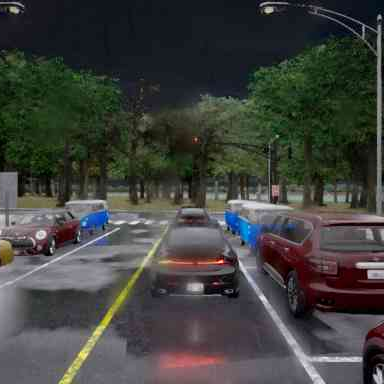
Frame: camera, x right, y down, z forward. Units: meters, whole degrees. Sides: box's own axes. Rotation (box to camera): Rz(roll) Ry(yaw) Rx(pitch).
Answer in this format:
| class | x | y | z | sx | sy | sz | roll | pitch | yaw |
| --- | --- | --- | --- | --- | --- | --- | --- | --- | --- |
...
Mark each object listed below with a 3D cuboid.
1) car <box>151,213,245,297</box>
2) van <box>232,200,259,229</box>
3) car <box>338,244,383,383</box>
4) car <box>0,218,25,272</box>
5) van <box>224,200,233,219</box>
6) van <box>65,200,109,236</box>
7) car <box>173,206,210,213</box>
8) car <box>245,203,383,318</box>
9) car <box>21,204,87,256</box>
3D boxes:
| class | x | y | z | sx | sy | sz | roll | pitch | yaw |
| --- | --- | --- | --- | --- | --- | --- | --- | --- | --- |
| car | 0.073 | 1.505 | 8.535 | 1.837 | 1.490 | 4.892 | 0 | 0 | 0 |
| van | 2.756 | 1.342 | 12.801 | 1.690 | 1.788 | 3.998 | 0 | 0 | 0 |
| car | 2.762 | 1.440 | 1.926 | 1.967 | 1.590 | 4.097 | 0 | 0 | 0 |
| car | -5.766 | 1.525 | 7.190 | 1.752 | 1.417 | 4.829 | 0 | 0 | 0 |
| van | 2.753 | 1.342 | 18.239 | 1.690 | 1.788 | 3.998 | 0 | 0 | 0 |
| van | -5.772 | 1.342 | 18.235 | 1.690 | 1.788 | 3.998 | 0 | 0 | 0 |
| car | 0.003 | 1.506 | 17.939 | 1.837 | 1.490 | 4.892 | 0 | 0 | -1 |
| car | 2.759 | 1.315 | 7.364 | 2.192 | 1.841 | 5.009 | 0 | 0 | 0 |
| car | -5.769 | 1.441 | 12.797 | 1.967 | 1.590 | 4.097 | 0 | 0 | 0 |
